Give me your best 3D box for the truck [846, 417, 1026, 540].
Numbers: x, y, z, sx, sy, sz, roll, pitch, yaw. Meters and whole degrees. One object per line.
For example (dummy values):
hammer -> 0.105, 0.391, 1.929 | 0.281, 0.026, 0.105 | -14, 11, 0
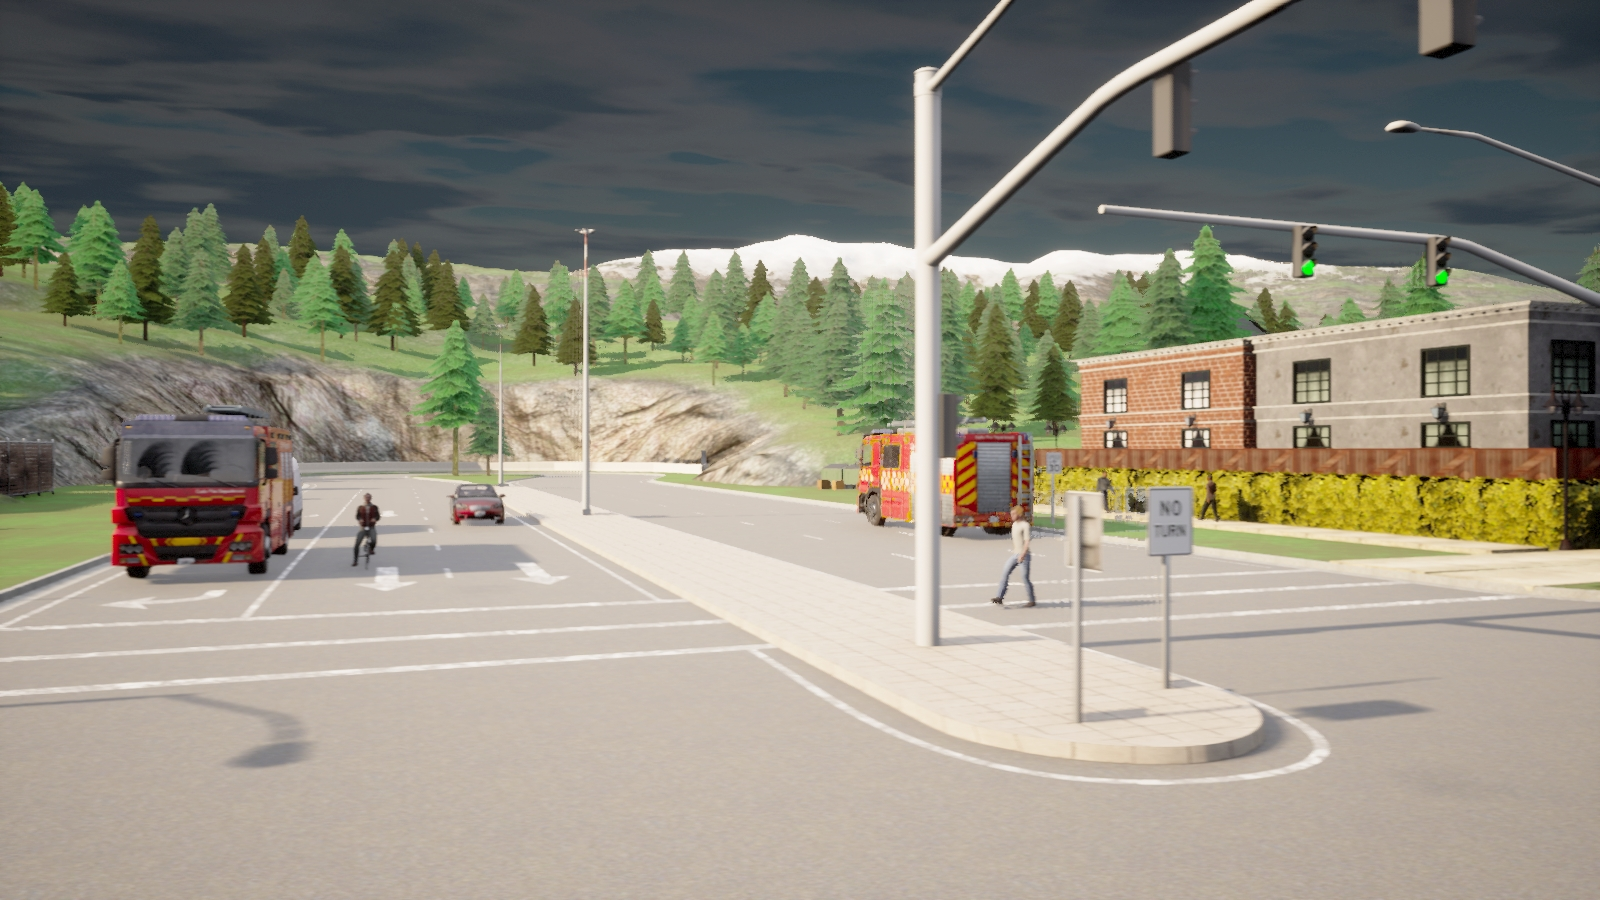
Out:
truck -> 4.482, 0.886, 40.012 | 2.891, 3.827, 8.468 | 0, 0, -19

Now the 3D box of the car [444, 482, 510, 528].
car -> -12.421, 2.046, 43.783 | 2.128, 1.511, 4.902 | 0, 0, -19

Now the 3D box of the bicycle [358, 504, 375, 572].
bicycle -> -10.261, 2.060, 27.050 | 0.329, 1.471, 1.835 | 0, 0, -19

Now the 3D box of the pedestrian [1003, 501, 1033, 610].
pedestrian -> 3.833, 1.846, 20.078 | 0.375, 1.860, 0.375 | 0, 0, -23

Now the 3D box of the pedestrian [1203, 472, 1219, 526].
pedestrian -> 14.294, 1.689, 39.699 | 0.375, 1.860, 0.375 | 0, 0, -20

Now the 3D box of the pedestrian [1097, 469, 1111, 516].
pedestrian -> 12.083, 1.690, 45.447 | 0.375, 1.860, 0.375 | 0, 0, -25

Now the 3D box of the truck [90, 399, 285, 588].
truck -> -14.418, 0.892, 27.611 | 2.891, 3.827, 8.468 | 0, 0, -19
